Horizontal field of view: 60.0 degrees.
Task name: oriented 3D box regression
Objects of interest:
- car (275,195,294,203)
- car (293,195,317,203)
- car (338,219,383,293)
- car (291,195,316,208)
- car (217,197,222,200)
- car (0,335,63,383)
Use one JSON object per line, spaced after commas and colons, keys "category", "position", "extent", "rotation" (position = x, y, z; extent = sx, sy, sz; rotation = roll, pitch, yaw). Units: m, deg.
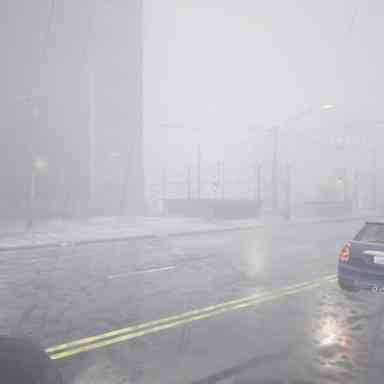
{"category": "car", "position": [19.301, 1.452, 69.281], "extent": [3.806, 1.475, 1.970], "rotation": [0, 0, -36]}
{"category": "car", "position": [22.214, 1.420, 65.285], "extent": [4.674, 1.452, 2.002], "rotation": [0, 0, -36]}
{"category": "car", "position": [5.425, 1.352, 7.678], "extent": [4.553, 1.767, 2.097], "rotation": [0, 0, -35]}
{"category": "car", "position": [15.334, 1.254, 46.213], "extent": [4.553, 1.767, 2.185], "rotation": [0, 0, -36]}
{"category": "car", "position": [4.575, 1.575, 60.769], "extent": [4.718, 1.301, 1.895], "rotation": [0, 0, -36]}
{"category": "car", "position": [-2.799, 1.564, 1.747], "extent": [4.181, 1.385, 1.994], "rotation": [0, 0, -35]}
